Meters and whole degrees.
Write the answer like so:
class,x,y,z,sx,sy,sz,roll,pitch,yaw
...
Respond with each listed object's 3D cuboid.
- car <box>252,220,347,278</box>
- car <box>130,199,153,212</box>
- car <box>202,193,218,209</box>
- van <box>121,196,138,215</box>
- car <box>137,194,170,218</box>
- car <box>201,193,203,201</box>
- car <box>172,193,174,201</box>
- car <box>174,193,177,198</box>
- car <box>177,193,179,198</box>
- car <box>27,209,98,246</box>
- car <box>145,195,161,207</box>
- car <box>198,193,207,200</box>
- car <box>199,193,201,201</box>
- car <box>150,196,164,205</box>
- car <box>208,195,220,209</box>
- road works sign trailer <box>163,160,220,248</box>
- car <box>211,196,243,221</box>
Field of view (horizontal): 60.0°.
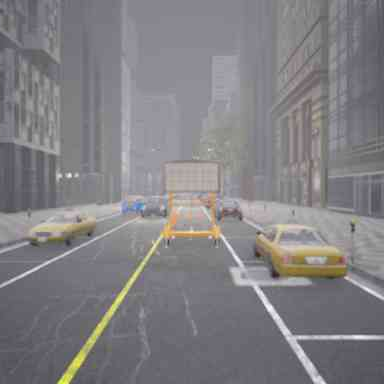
class,x,y,z,sx,sy,sz,roll,pitch,yaw
car,2.860,1.494,9.852,1.752,1.417,4.829,0,0,1
car,-5.688,1.464,37.856,1.947,1.339,4.313,0,0,0
car,2.834,1.207,43.486,2.192,1.841,5.009,0,0,0
van,-5.684,1.249,32.217,1.690,1.788,3.998,0,0,0
car,-3.111,1.267,28.665,2.097,1.767,4.553,0,0,0
car,2.831,1.202,49.125,2.192,1.841,5.009,0,0,0
car,-5.711,1.396,77.159,1.752,1.417,4.829,0,0,0
car,-5.715,1.191,82.966,2.192,1.841,5.009,0,0,0
car,-5.721,1.205,94.245,2.192,1.841,5.009,0,0,0
car,-5.676,1.478,15.093,1.752,1.417,4.829,0,0,1
car,-5.695,1.327,49.134,1.967,1.590,4.097,0,0,0
car,2.808,1.198,88.602,2.192,1.841,5.009,0,0,0
car,2.825,1.318,60.404,1.967,1.590,4.097,0,0,0
car,-5.698,1.427,54.773,1.887,1.381,4.507,0,0,0
car,2.841,1.348,32.206,1.967,1.590,4.097,0,0,0
road works sign trailer,-0.009,0.418,14.504,2.380,3.560,2.880,0,0,0
car,2.844,1.360,26.568,1.967,1.590,4.097,0,0,0
